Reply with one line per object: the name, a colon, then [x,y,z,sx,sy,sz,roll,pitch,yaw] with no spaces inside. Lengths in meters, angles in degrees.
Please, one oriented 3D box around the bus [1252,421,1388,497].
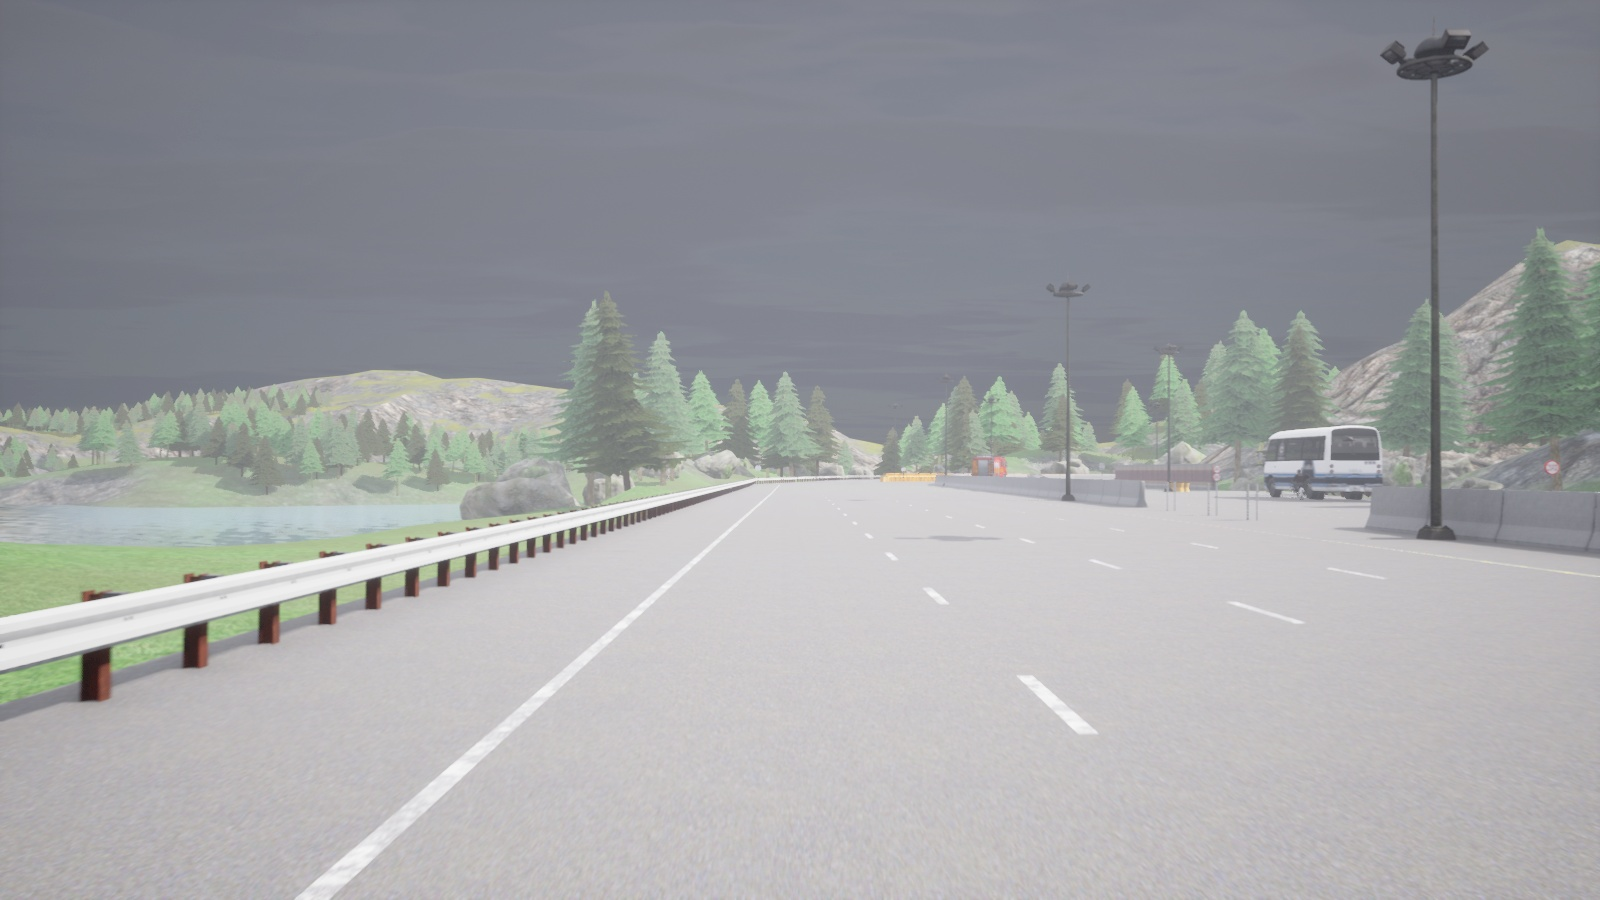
bus: [31.317,0.591,76.325,3.944,4.253,10.273,0,-1,0]
